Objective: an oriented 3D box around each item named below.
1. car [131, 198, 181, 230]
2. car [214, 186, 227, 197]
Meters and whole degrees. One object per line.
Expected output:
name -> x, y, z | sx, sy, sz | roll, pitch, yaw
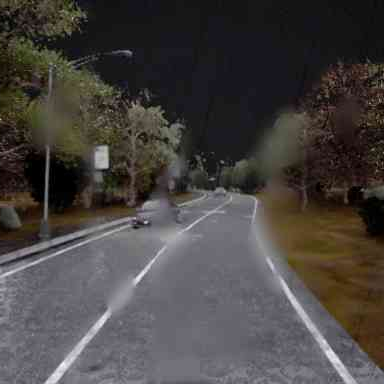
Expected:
car -> -1.857, 1.158, 18.451 | 1.837, 1.490, 4.892 | 0, 1, 9
car -> 5.138, -0.110, 59.994 | 2.097, 1.767, 4.553 | 0, 2, 5
